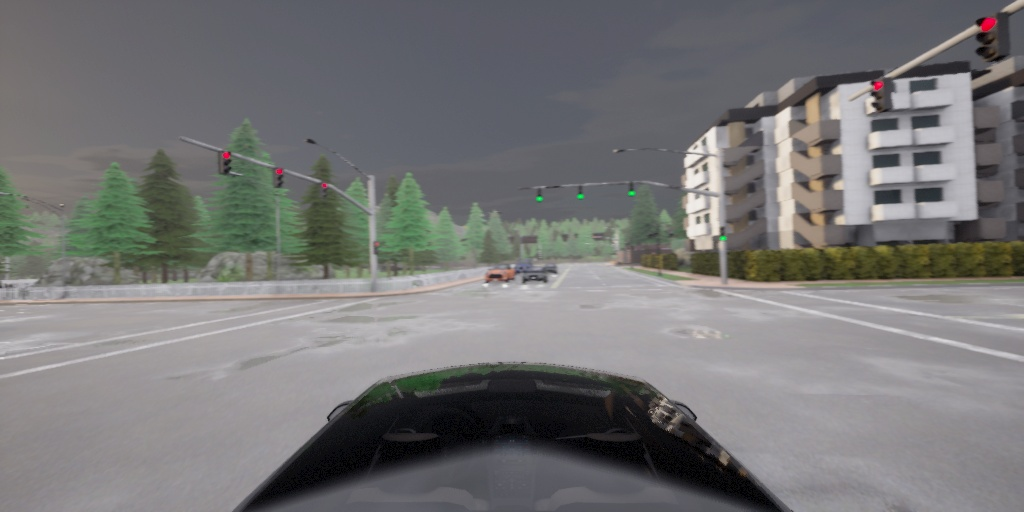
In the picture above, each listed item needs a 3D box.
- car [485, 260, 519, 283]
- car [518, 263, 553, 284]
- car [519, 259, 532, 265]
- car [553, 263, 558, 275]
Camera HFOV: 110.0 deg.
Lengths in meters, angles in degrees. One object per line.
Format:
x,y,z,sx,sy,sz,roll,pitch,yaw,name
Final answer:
-1.043,1.499,33.108,2.097,1.767,4.553,-2,-1,11,car
2.062,1.577,30.608,1.994,1.385,4.181,-2,-1,10,car
1.601,1.436,47.587,2.150,2.045,5.566,-2,1,10,car
4.973,1.644,46.411,2.033,1.411,5.357,-2,-1,11,car
